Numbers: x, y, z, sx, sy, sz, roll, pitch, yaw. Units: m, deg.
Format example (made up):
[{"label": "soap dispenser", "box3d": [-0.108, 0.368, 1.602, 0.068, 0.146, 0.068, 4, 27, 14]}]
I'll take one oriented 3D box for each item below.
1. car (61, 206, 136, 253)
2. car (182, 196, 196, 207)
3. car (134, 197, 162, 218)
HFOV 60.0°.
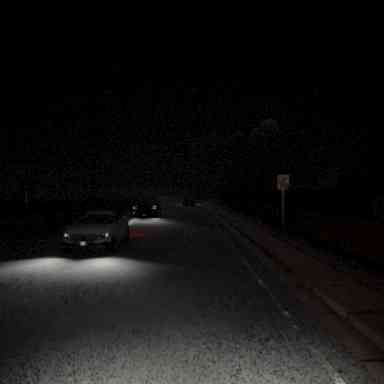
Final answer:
[{"label": "car", "box3d": [-3.711, 1.471, 13.596, 1.812, 1.442, 4.674, 0, 0, 0]}, {"label": "car", "box3d": [-0.419, 1.313, 48.019, 1.812, 1.442, 4.674, 0, 0, 0]}, {"label": "car", "box3d": [-3.821, 1.231, 28.663, 2.097, 1.767, 4.553, 0, 0, 0]}]
